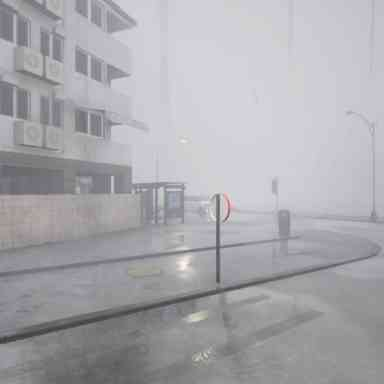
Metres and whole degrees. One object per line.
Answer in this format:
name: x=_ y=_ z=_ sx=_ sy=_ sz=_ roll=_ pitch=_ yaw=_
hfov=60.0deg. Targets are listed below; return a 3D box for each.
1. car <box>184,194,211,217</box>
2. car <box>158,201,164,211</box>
car: x=0.652 y=1.221 z=31.642 sx=2.150 sy=2.045 sz=5.566 roll=0 pitch=0 yaw=-35
car: x=-5.027 y=1.526 z=39.636 sx=1.812 sy=1.442 sz=4.674 roll=0 pitch=0 yaw=-35
